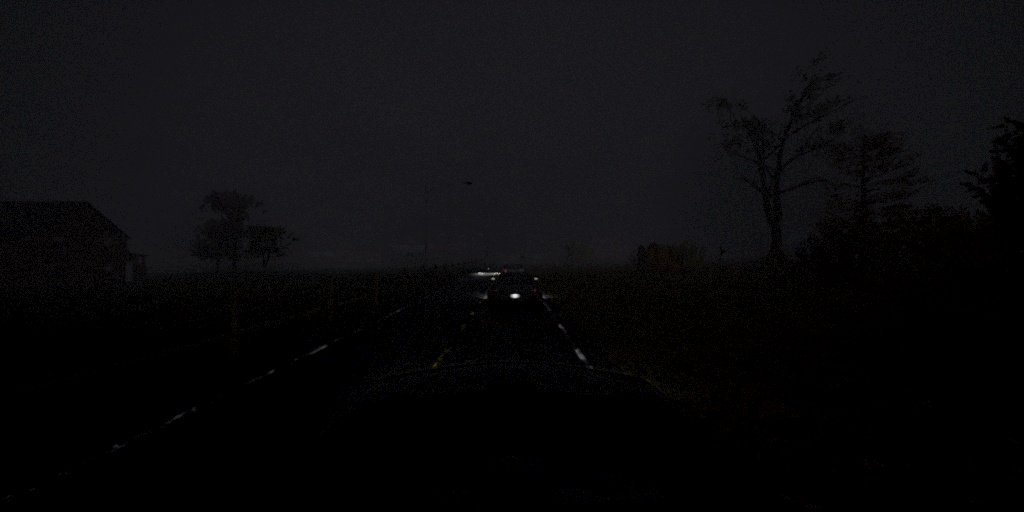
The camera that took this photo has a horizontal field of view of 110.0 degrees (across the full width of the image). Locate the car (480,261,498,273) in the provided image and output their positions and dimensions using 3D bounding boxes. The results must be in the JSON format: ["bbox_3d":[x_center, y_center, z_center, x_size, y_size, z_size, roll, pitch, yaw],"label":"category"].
[{"bbox_3d":[-2.734,1.304,43.626,1.994,1.385,4.181,0,0,0],"label":"car"}]

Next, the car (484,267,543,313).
[{"bbox_3d":[0.104,1.304,14.032,1.994,1.385,4.181,0,0,0],"label":"car"}]

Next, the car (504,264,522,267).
[{"bbox_3d":[0.111,1.333,32.168,1.895,1.301,4.718,0,0,0],"label":"car"}]
